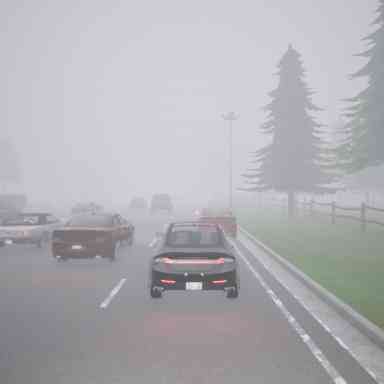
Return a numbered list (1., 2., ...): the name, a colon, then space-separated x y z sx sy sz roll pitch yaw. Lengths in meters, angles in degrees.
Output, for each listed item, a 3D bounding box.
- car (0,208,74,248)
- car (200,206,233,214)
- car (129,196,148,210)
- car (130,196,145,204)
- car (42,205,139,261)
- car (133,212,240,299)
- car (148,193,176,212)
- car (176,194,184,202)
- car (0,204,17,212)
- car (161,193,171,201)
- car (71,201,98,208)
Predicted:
1. car: -6.893 1.600 14.814 1.895 1.301 4.718 0 0 0
2. car: 1.234 1.478 17.799 1.882 1.535 5.008 0 0 0
3. car: -6.877 1.491 43.112 2.128 1.511 4.902 0 0 0
4. car: -10.365 1.546 63.995 2.033 1.411 5.357 0 0 0
5. car: -3.394 1.477 12.287 1.882 1.535 5.008 0 0 0
6. car: 0.057 1.491 8.457 2.128 1.511 4.902 0 0 0
7. car: -3.378 1.221 38.109 2.150 2.045 5.566 0 0 0
8. car: -3.447 1.500 76.355 1.837 1.490 4.892 0 0 0
9. car: -13.885 1.563 23.819 1.994 1.385 4.181 0 0 0
10. car: -6.951 1.224 90.150 2.150 2.045 5.566 0 0 0
11. car: -10.382 1.600 33.350 1.895 1.301 4.718 0 0 0
